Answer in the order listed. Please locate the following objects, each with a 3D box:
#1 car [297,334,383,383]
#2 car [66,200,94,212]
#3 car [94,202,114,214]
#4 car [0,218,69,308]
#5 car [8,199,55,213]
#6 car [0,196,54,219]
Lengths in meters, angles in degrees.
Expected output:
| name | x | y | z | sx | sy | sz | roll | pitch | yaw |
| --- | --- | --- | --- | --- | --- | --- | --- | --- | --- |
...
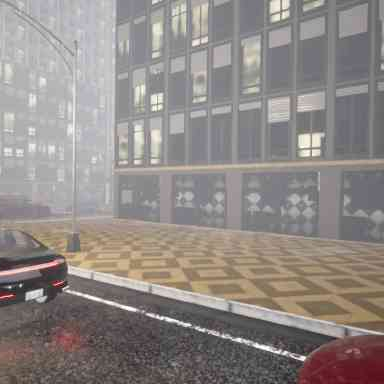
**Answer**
| name | x | y | z | sx | sy | sz | roll | pitch | yaw |
| --- | --- | --- | --- | --- | --- | --- | --- | --- | --- |
| car | 2.892 | 1.526 | 1.634 | 4.674 | 1.442 | 1.812 | 0 | 0 | 35 |
| car | -13.896 | 1.767 | 42.536 | 1.994 | 1.385 | 4.181 | 1 | 0 | 36 |
| car | -8.796 | 1.828 | 39.704 | 1.752 | 1.417 | 4.829 | 1 | 0 | 36 |
| car | -4.595 | 1.488 | 6.934 | 4.902 | 1.511 | 2.128 | 0 | 0 | 35 |
| car | -19.091 | 1.641 | 39.849 | 1.752 | 1.417 | 4.829 | 1 | 0 | 36 |
| car | -15.577 | 1.518 | 30.480 | 2.192 | 1.841 | 5.009 | 1 | 0 | 36 |
